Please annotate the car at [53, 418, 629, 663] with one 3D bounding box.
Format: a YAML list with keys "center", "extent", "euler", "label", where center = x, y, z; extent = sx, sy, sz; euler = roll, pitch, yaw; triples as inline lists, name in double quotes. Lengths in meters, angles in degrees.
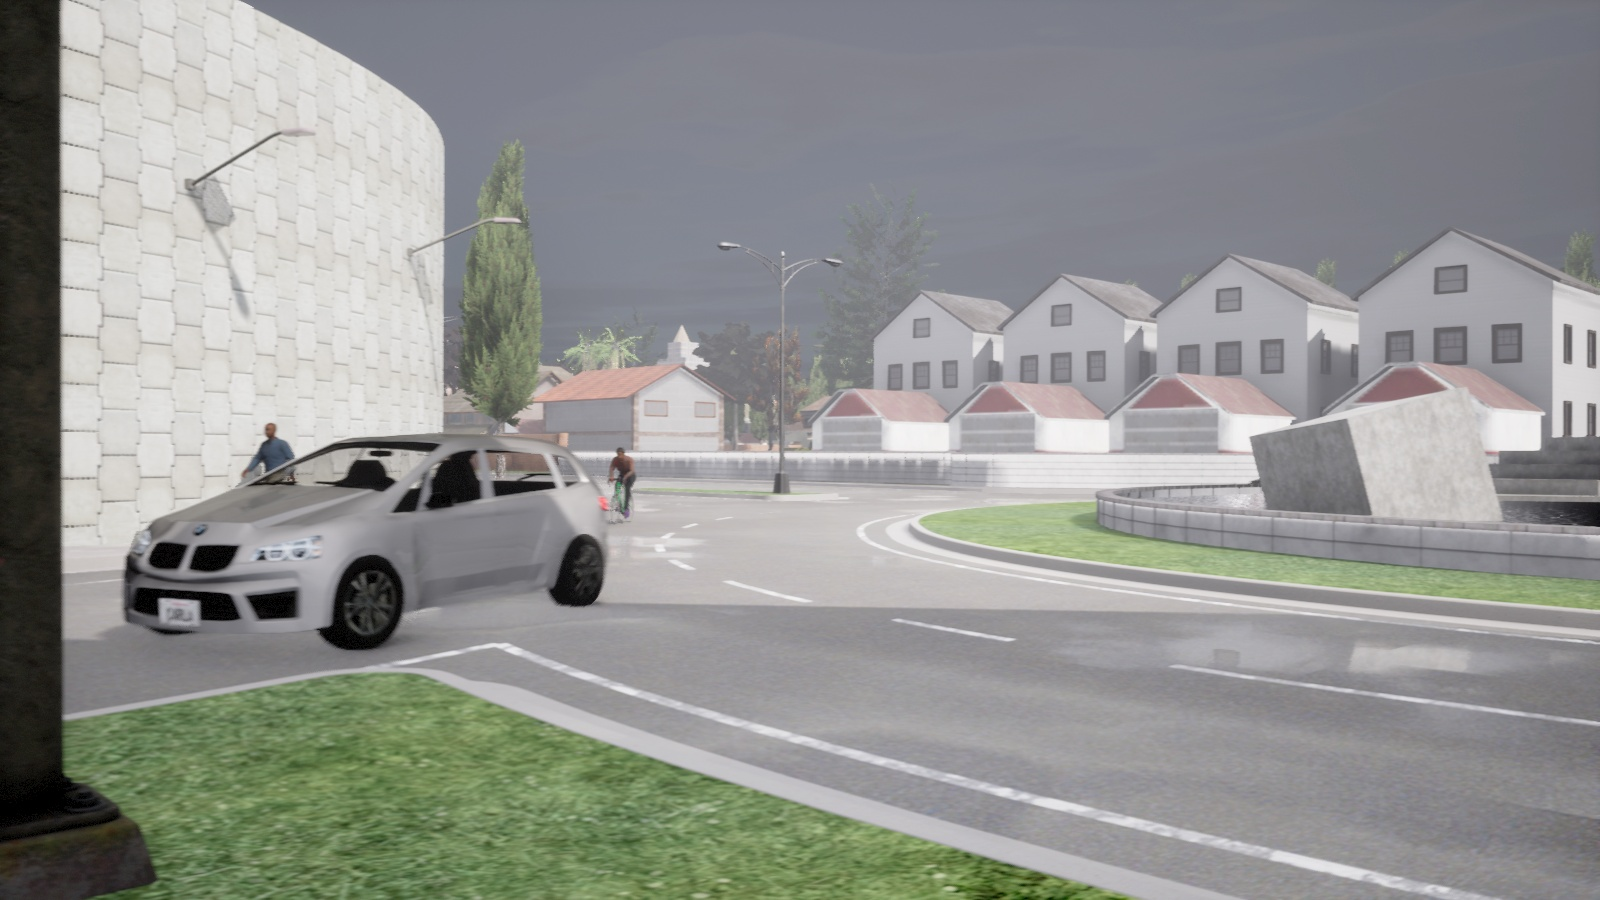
- center: [-3.684, 0.625, 11.134]
  extent: [2.242, 1.667, 4.611]
  euler: [0, 0, 23]
  label: "car"

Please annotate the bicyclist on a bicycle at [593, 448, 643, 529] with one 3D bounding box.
- center: [-3.798, 0.780, 26.286]
  extent: [0.582, 1.620, 1.656]
  euler: [1, 0, 8]
  label: "bicyclist on a bicycle"

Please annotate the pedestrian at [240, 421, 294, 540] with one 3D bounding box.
- center: [-8.392, 0.465, 19.785]
  extent: [0.370, 1.835, 0.726]
  euler: [0, 0, 23]
  label: "pedestrian"
